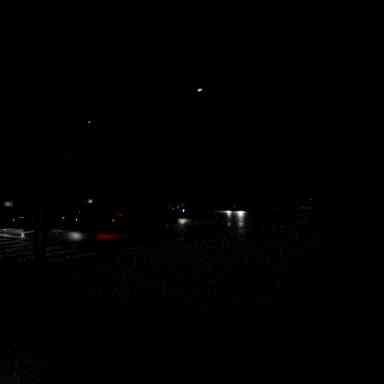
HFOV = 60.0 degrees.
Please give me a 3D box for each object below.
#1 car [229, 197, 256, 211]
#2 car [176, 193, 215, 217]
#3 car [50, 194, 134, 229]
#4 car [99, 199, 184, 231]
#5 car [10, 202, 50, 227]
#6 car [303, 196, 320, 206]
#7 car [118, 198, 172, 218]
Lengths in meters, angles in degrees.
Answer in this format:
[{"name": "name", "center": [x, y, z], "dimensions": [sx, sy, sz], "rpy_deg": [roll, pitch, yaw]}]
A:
[{"name": "car", "center": [6.070, 1.355, 38.850], "dimensions": [1.837, 1.490, 4.892], "rpy_deg": [0, 0, 36]}, {"name": "car", "center": [0.005, 1.116, 30.326], "dimensions": [2.150, 2.045, 5.566], "rpy_deg": [0, 0, 35]}, {"name": "car", "center": [-5.999, 1.160, 21.877], "dimensions": [2.150, 2.045, 5.566], "rpy_deg": [0, 0, 35]}, {"name": "car", "center": [-2.897, 1.407, 20.284], "dimensions": [1.882, 1.535, 5.008], "rpy_deg": [0, 0, 35]}, {"name": "car", "center": [-9.584, 1.456, 22.446], "dimensions": [1.837, 1.490, 4.892], "rpy_deg": [0, 0, 35]}, {"name": "car", "center": [18.034, 1.268, 49.759], "dimensions": [2.128, 1.511, 4.902], "rpy_deg": [0, 0, 35]}, {"name": "car", "center": [-4.117, 1.389, 30.139], "dimensions": [1.882, 1.535, 5.008], "rpy_deg": [0, 0, 35]}]
